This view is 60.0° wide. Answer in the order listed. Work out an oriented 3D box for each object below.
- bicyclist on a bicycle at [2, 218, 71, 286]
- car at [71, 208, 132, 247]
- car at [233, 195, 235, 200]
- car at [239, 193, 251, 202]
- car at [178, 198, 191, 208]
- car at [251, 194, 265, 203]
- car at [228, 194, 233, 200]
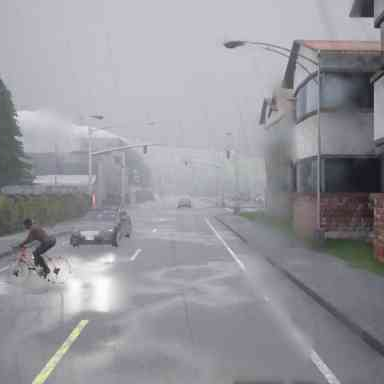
[{"bbox_3d":[-3.753,1.454,8.000,1.656,1.620,0.582,-2,0,-1],"label":"bicyclist on a bicycle"},{"bbox_3d":[-3.925,1.491,15.033,2.128,1.511,4.902,0,0,-1],"label":"car"},{"bbox_3d":[12.254,1.092,78.634,3.866,1.878,1.905,0,0,-2],"label":"car"},{"bbox_3d":[12.571,1.169,65.843,5.027,1.636,2.152,0,0,-2],"label":"car"},{"bbox_3d":[-1.054,1.545,47.140,2.033,1.411,5.357,0,0,-1],"label":"car"},{"bbox_3d":[13.054,1.247,59.436,3.806,1.475,1.970,0,0,-2],"label":"car"},{"bbox_3d":[11.770,1.113,81.528,4.605,1.855,1.932,0,0,-2],"label":"car"}]
